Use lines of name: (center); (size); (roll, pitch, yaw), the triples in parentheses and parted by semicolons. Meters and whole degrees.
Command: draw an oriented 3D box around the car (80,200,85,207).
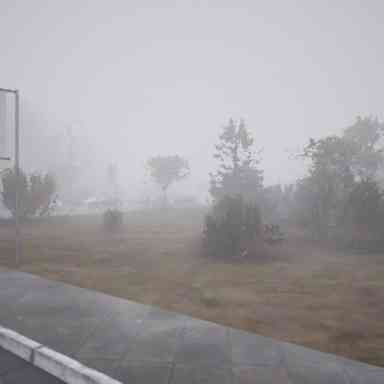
car: (-14.480, 1.455, 50.012); (1.812, 1.442, 4.674); (0, 1, 39)

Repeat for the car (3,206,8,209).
car: (-20.770, 1.532, 42.105); (2.033, 1.411, 5.357); (0, 0, 39)

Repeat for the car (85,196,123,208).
car: (-12.155, 1.413, 47.305); (1.882, 1.535, 5.008); (0, 1, 39)

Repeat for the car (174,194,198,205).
car: (-0.930, 1.112, 55.629); (2.097, 1.767, 4.553); (0, 1, 38)

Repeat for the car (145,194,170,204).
car: (-5.825, 1.166, 55.250); (2.097, 1.767, 4.553); (0, 1, 39)

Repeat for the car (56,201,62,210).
car: (-17.990, 1.511, 39.975); (1.812, 1.442, 4.674); (0, 0, 39)
